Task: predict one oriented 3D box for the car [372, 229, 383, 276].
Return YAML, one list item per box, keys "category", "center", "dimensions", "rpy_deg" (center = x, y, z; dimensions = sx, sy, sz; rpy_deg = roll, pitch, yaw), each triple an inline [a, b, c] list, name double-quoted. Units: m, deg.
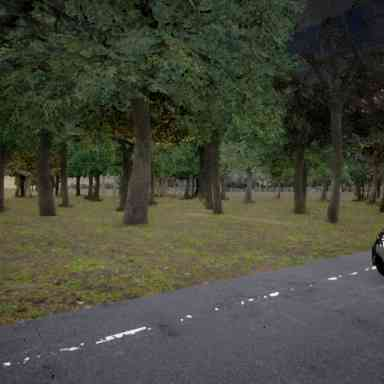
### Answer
- category: "car"
  center: [7.206, 1.220, 9.106]
  dimensions: [5.566, 2.045, 2.150]
  rpy_deg: [0, 0, -35]
